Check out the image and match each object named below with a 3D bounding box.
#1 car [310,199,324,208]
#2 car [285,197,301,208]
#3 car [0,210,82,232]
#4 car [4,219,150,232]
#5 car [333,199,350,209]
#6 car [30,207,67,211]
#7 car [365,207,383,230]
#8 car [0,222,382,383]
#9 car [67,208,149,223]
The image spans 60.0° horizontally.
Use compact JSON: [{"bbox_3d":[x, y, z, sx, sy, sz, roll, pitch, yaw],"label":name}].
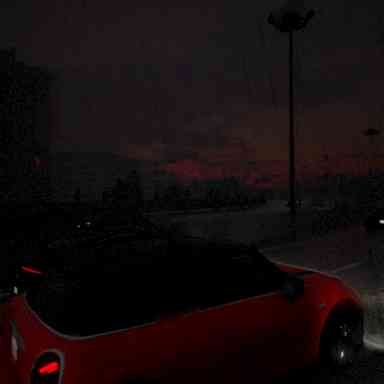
[{"bbox_3d":[19.346,1.731,51.221,2.033,1.411,5.357,0,0,24],"label":"car"},{"bbox_3d":[15.981,1.562,52.455,2.097,1.767,4.553,0,-1,23],"label":"car"},{"bbox_3d":[-7.050,1.585,11.962,5.357,1.411,2.033,0,0,-37],"label":"car"},{"bbox_3d":[-1.230,1.523,7.450,4.892,1.490,1.837,0,0,-37],"label":"car"},{"bbox_3d":[20.290,1.703,45.118,1.994,1.385,4.181,0,0,26],"label":"car"},{"bbox_3d":[-8.612,1.610,19.611,5.357,1.411,2.033,0,0,-39],"label":"car"},{"bbox_3d":[11.772,1.599,19.714,1.994,1.385,4.181,0,0,42],"label":"car"},{"bbox_3d":[0.171,1.361,4.149,4.553,1.767,2.097,0,0,-37],"label":"car"},{"bbox_3d":[-4.410,1.621,18.678,4.181,1.385,1.994,0,0,-41],"label":"car"}]
